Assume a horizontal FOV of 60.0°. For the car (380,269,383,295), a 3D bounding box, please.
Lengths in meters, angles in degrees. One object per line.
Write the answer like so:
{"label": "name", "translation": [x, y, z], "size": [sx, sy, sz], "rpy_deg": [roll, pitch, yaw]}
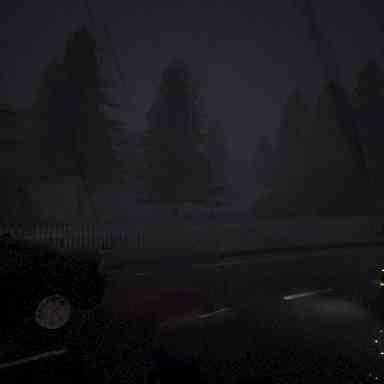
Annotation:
{"label": "car", "translation": [6.256, 1.586, 7.179], "size": [4.892, 1.490, 1.837], "rpy_deg": [0, 0, -24]}

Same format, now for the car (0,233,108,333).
{"label": "car", "translation": [-3.910, 1.470, 5.285], "size": [5.008, 1.535, 1.882], "rpy_deg": [1, 0, -33]}
